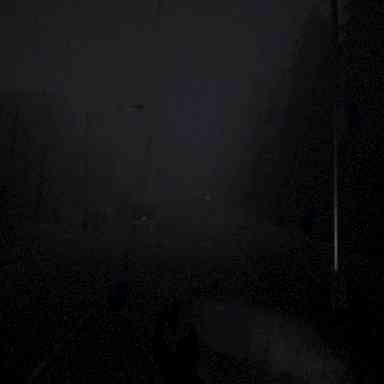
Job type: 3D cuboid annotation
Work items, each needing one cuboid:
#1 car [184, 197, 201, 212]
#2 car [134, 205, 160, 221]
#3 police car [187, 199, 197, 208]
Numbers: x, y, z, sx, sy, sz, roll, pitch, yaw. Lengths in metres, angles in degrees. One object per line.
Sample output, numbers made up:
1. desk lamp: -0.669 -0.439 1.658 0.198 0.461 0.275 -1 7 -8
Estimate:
1. car: 0.105 1.717 46.141 2.150 2.045 5.566 0 -1 0
2. car: -4.096 1.883 31.083 2.033 1.411 5.357 0 -1 0
3. police car: 0.006 2.088 61.457 1.930 1.638 5.238 0 -1 0
